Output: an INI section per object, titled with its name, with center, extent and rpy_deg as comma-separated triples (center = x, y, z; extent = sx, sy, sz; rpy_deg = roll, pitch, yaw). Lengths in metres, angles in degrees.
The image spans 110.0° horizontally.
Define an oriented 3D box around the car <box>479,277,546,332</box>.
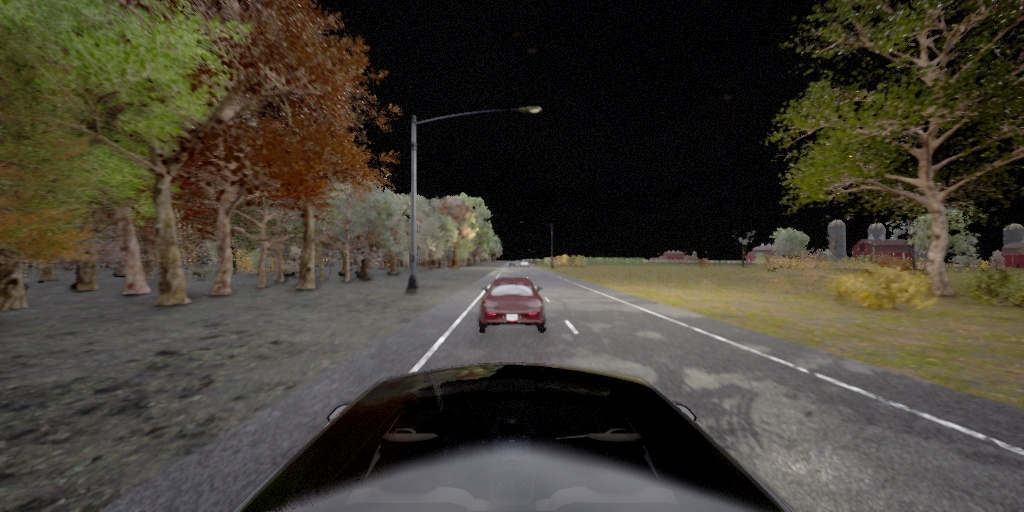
[car]
center = 0.004, 1.383, 11.236
extent = 1.812, 1.442, 4.674
rpy_deg = 0, -1, 0
